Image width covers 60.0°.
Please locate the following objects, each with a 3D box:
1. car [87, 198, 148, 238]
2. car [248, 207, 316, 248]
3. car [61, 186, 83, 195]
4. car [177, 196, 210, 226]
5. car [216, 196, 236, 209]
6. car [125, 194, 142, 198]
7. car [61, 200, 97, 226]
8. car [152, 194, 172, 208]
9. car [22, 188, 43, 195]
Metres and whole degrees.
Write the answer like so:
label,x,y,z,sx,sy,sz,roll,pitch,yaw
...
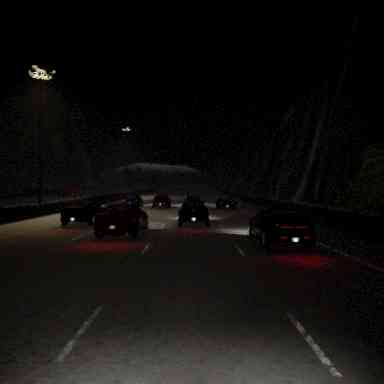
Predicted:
label,x,y,z,sx,sy,sz,roll,pitch,yaw
car,-3.398,1.316,16.644,1.882,1.535,5.008,0,1,0
car,3.601,1.375,13.969,1.837,1.490,4.892,0,1,0
car,-20.994,-0.129,58.459,2.150,2.045,5.566,0,2,0
car,0.102,1.275,21.551,1.837,1.490,4.892,0,1,0
car,3.604,1.120,36.163,1.895,1.301,4.718,0,1,0
car,-6.895,0.991,38.916,1.812,1.442,4.674,0,1,0
car,-6.898,1.276,21.600,1.837,1.490,4.892,0,1,0
car,-3.396,0.989,37.957,1.837,1.490,4.892,0,1,0
car,-27.994,-0.040,58.524,2.097,1.767,4.553,0,2,0
